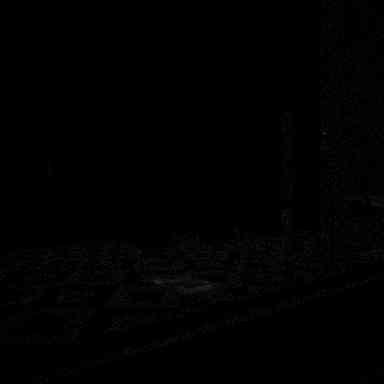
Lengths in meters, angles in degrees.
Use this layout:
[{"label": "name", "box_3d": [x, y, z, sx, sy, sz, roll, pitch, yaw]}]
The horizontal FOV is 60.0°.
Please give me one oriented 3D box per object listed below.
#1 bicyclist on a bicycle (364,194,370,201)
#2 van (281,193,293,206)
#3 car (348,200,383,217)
[{"label": "bicyclist on a bicycle", "box_3d": [20.838, 1.047, 39.614, 1.656, 1.620, 0.582, 0, 1, -36]}, {"label": "van", "box_3d": [12.251, 0.946, 46.560, 1.690, 1.788, 3.998, 1, 0, -35]}, {"label": "car", "box_3d": [14.813, 1.379, 28.285, 2.008, 1.369, 4.403, 1, 0, -35]}]
